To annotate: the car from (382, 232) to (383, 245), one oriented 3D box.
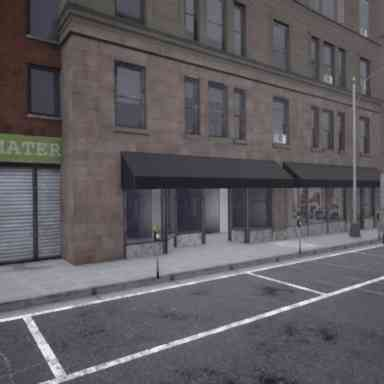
[{"bbox_3d":[9.291,1.535,13.207,4.507,1.381,1.887,0,-1,-36],"label":"car"}]
